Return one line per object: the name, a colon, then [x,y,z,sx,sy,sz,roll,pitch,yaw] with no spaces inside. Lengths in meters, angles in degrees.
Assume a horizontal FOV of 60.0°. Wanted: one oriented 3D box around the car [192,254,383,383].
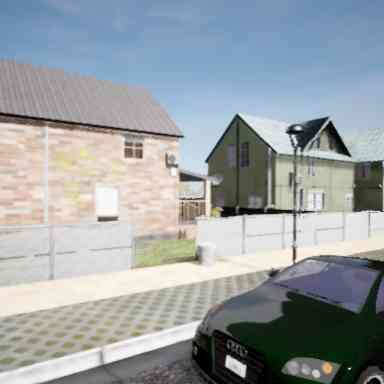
car: [2.066,1.619,4.546,4.181,1.385,1.994,1,-1,-36]
